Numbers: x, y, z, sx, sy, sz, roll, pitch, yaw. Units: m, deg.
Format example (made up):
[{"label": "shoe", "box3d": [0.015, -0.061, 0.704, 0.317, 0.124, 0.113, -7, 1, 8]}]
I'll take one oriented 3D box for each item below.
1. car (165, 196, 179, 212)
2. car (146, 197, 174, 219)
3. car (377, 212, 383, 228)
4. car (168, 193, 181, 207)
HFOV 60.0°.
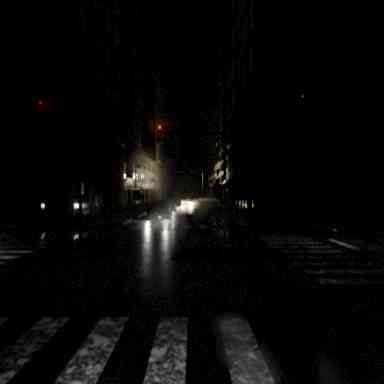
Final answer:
[{"label": "car", "box3d": [-2.854, 1.505, 39.282, 1.812, 1.442, 4.674, 0, 0, 0]}, {"label": "car", "box3d": [-2.858, 1.492, 29.415, 1.837, 1.490, 4.892, 0, 0, 0]}, {"label": "car", "box3d": [12.342, 1.280, 17.017, 5.009, 1.841, 2.192, 0, 0, 0]}, {"label": "car", "box3d": [-2.847, 1.188, 51.727, 2.150, 2.045, 5.566, 0, 0, 1]}]
